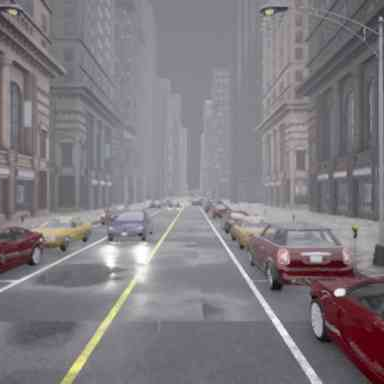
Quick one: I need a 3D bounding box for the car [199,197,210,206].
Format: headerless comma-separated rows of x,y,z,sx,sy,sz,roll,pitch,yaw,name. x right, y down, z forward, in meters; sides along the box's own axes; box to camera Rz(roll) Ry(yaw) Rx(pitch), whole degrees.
2.700,1.982,70.933,2.192,1.841,5.009,0,-1,0,car

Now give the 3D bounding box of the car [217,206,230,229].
2.742,1.774,20.517,1.802,1.307,4.206,0,-1,0,car

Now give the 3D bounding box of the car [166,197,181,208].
-3.100,2.081,59.090,1.812,1.442,4.674,0,-1,0,car

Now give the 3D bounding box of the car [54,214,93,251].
-5.779,1.664,14.731,1.752,1.417,4.829,0,-1,0,car

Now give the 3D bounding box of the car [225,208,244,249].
2.746,1.667,15.086,1.752,1.417,4.829,0,-1,0,car

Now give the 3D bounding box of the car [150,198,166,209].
-5.811,2.053,54.114,1.887,1.381,4.507,0,-1,0,car

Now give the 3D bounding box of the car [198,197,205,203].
2.682,2.320,93.338,1.967,1.590,4.097,0,-1,0,car

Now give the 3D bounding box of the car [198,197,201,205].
2.705,2.141,65.499,1.752,1.417,4.829,0,-1,0,car

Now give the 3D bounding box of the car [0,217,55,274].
-5.774,1.633,9.298,1.887,1.381,4.507,0,-1,0,car

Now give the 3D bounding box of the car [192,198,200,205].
0.836,2.225,76.525,1.837,1.490,4.892,0,-1,0,car

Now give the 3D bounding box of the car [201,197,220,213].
2.723,1.717,42.926,2.192,1.841,5.009,0,-1,0,car

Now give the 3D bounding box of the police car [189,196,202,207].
0.844,2.051,66.636,1.930,1.638,5.238,0,-1,0,police car

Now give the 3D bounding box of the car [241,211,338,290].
2.751,1.528,9.315,1.967,1.590,4.097,0,-1,0,car

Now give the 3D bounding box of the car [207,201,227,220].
2.733,1.841,31.720,1.887,1.381,4.507,0,-1,0,car

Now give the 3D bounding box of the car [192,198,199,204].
0.812,2.235,82.715,1.801,1.575,5.366,0,-1,0,car

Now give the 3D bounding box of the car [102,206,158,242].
-3.116,1.691,17.641,1.812,1.442,4.674,0,-1,0,car

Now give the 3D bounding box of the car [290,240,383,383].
2.756,1.580,3.713,1.887,1.381,4.507,0,-1,0,car

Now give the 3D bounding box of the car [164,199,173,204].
-5.834,2.340,82.123,1.947,1.339,4.313,0,-1,0,car

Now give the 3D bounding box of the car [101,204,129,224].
-5.788,1.685,26.106,1.967,1.590,4.097,0,-1,0,car
